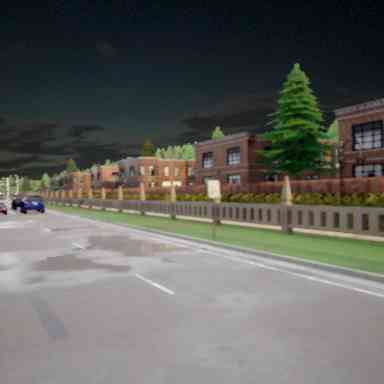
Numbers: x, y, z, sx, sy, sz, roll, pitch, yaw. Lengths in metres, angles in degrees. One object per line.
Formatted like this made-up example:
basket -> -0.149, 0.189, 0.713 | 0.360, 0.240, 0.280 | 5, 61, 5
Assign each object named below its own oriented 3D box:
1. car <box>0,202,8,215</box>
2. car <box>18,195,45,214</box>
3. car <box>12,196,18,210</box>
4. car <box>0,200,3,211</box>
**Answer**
car -> -22.047, 1.830, 37.796 | 2.033, 1.411, 5.357 | -1, 0, -32
car -> -18.774, 1.451, 39.158 | 2.150, 2.045, 5.566 | -1, 0, -32
car -> -24.576, 1.527, 48.081 | 2.150, 2.045, 5.566 | -1, 0, -33
car -> -27.498, 1.859, 46.162 | 1.837, 1.490, 4.892 | -1, 0, -33
